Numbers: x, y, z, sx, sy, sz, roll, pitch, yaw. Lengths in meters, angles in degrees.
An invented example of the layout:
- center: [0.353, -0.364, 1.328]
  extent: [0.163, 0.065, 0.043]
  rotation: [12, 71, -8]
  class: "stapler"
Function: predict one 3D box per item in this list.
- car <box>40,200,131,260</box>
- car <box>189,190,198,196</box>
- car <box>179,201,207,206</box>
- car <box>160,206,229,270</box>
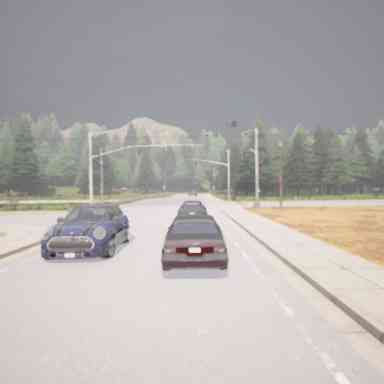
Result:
- center: [-3.609, 1.244, 12.038]
  extent: [2.097, 1.767, 4.553]
  rotation: [-1, 1, 0]
  class: "car"
- center: [0.205, 0.364, 84.955]
  extent: [1.994, 1.385, 4.181]
  rotation: [-1, 1, 2]
  class: "car"
- center: [0.049, 1.258, 22.477]
  extent: [1.994, 1.385, 4.181]
  rotation: [-1, 1, 1]
  class: "car"
- center: [0.072, 1.412, 10.514]
  extent: [2.033, 1.411, 5.357]
  rotation: [-1, 1, 0]
  class: "car"
